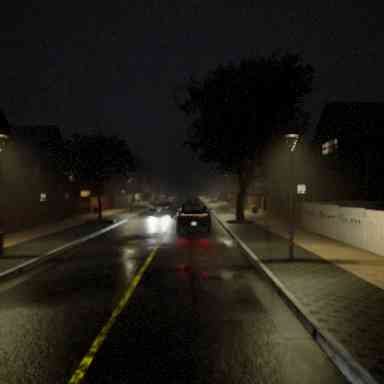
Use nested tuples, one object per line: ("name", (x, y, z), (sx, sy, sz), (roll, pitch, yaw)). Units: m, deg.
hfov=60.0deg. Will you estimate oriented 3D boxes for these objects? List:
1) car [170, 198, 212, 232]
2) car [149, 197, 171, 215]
("car", (0.097, 1.346, 19.064), (2.128, 1.511, 4.902), (0, 0, 0))
("car", (-2.756, 1.258, 30.259), (2.128, 1.511, 4.902), (0, 0, 0))
